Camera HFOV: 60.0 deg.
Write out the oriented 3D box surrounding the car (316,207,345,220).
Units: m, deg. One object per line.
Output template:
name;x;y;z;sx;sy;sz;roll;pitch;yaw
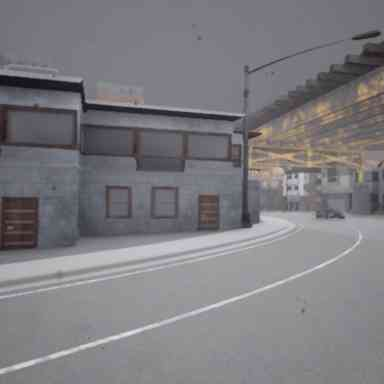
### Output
car;15.401;2.404;37.141;1.994;1.385;4.181;1;-2;0
